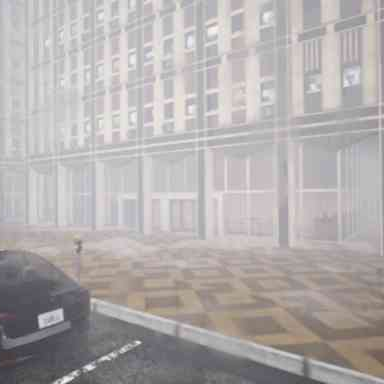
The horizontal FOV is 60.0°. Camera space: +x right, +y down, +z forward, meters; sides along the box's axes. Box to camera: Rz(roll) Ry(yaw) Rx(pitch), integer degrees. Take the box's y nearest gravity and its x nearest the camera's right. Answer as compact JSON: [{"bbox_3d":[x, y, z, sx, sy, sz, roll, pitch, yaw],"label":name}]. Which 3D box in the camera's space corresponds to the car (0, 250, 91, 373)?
[{"bbox_3d":[-3.434,1.618,5.333,4.313,1.339,1.947,-1,-1,36],"label":"car"}]
